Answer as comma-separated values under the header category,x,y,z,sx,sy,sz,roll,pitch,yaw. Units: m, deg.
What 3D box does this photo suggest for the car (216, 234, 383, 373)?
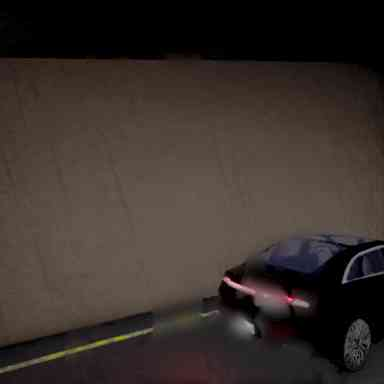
category,x,y,z,sx,sy,sz,roll,pitch,yaw
car,2.654,1.485,5.639,4.902,1.511,2.128,0,0,-36
